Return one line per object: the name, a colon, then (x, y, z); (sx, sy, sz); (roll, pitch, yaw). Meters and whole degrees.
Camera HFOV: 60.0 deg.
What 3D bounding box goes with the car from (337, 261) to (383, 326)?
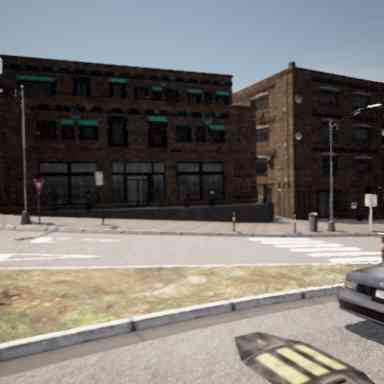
car: (5.193, 1.776, 6.347); (5.357, 1.411, 2.033); (3, -1, -28)
